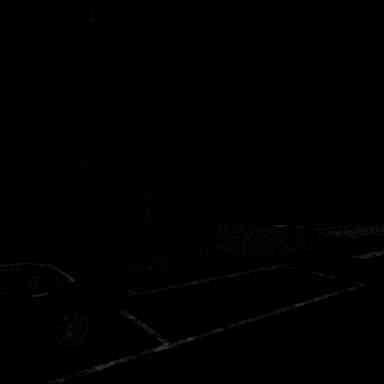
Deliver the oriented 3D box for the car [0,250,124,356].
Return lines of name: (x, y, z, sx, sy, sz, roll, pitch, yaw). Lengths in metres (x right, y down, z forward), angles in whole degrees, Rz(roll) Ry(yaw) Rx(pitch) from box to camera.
car: (-3.134, 1.551, 4.532, 4.403, 1.369, 2.008, 0, 0, -36)
